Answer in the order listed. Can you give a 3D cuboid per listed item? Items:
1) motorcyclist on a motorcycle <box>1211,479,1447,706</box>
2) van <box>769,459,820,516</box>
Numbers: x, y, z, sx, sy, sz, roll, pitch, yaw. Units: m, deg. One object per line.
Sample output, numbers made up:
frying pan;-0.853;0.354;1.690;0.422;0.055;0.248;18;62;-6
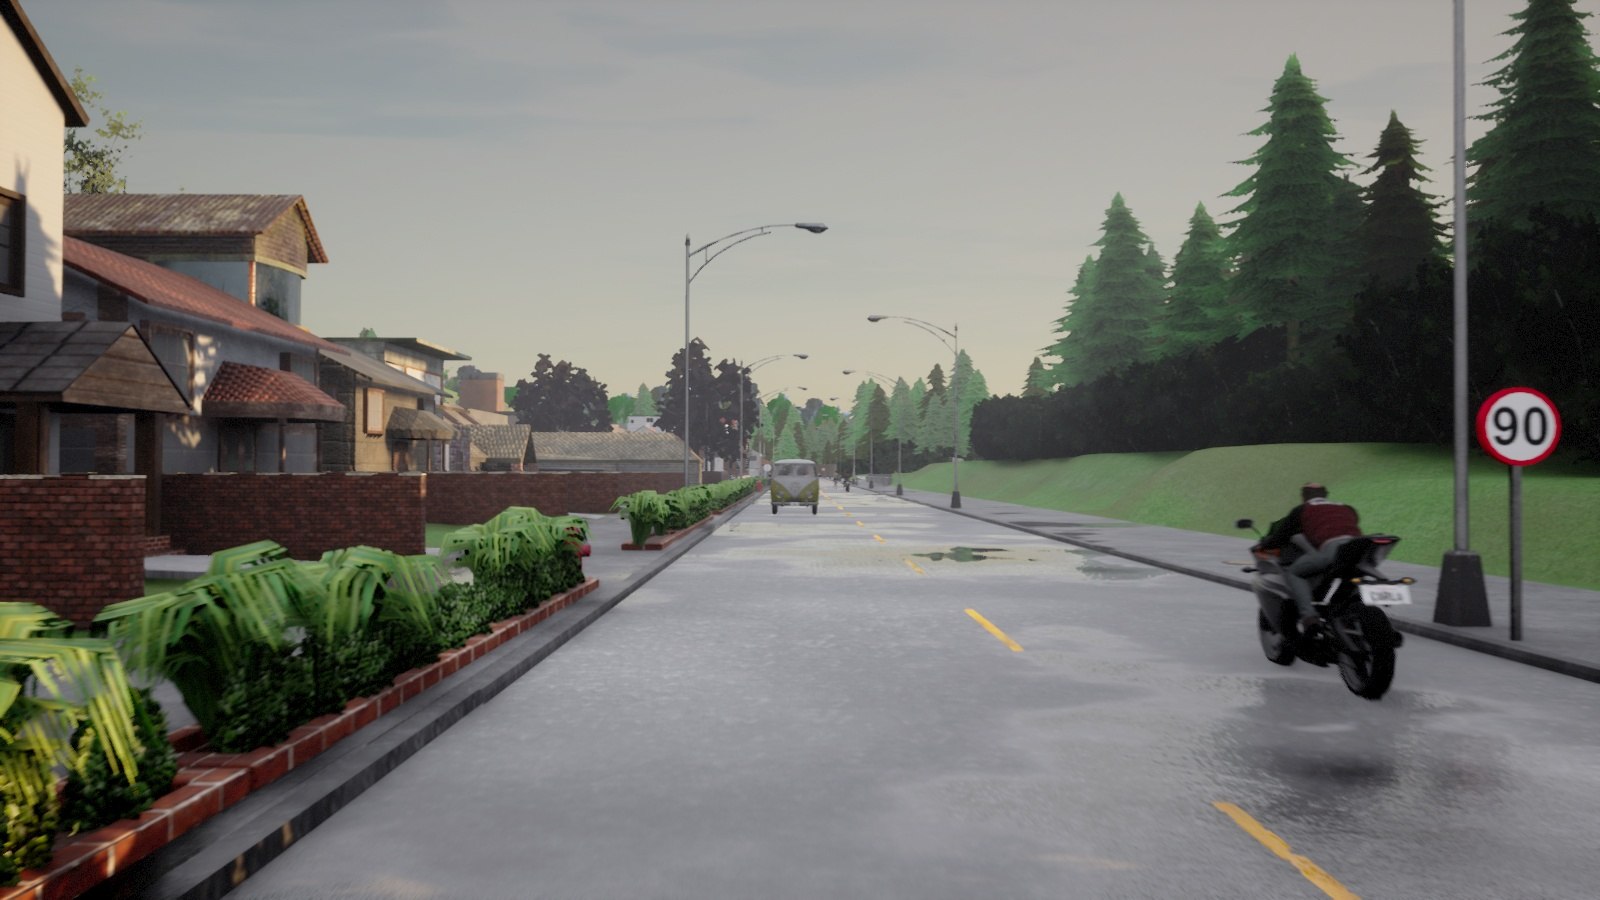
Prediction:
motorcyclist on a motorcycle;3.960;0.995;9.649;0.866;1.530;2.191;0;-1;0
van;-0.195;1.347;46.186;1.775;1.987;4.442;0;-1;0
